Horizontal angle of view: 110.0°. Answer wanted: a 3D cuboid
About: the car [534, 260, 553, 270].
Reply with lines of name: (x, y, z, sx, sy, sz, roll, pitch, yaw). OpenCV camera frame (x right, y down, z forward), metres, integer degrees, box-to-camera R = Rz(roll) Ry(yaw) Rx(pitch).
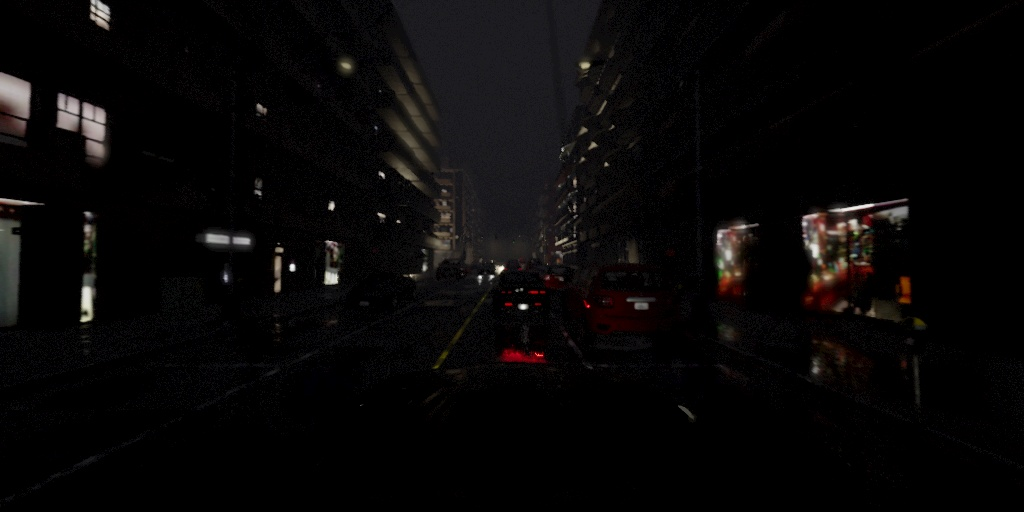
car: (2.543, 1.232, 20.535, 1.967, 1.591, 4.097, 0, 0, 0)

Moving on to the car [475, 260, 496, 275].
car: (-2.793, 1.409, 40.421, 2.033, 1.411, 5.357, 0, 0, 0)

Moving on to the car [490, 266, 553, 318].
car: (0.233, 1.278, 13.195, 1.837, 1.490, 4.892, 0, 0, -3)

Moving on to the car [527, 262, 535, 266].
car: (2.547, 1.409, 31.597, 1.802, 1.307, 4.207, 0, 0, 0)

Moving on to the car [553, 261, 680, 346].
car: (2.538, 1.079, 9.472, 2.192, 1.841, 5.009, 0, 0, 0)

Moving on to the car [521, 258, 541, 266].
car: (2.552, 1.185, 42.659, 2.192, 1.841, 5.009, 0, 0, 0)

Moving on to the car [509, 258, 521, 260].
car: (0.122, 1.266, 52.239, 2.097, 1.767, 4.553, 0, 0, 0)

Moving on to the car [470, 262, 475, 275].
car: (-5.299, 1.393, 37.187, 1.888, 1.381, 4.507, 0, 0, 0)

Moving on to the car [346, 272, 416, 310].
car: (-5.308, 1.344, 15.067, 1.948, 1.339, 4.313, 0, 0, 0)

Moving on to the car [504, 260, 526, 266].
car: (0.115, 1.410, 36.684, 1.994, 1.385, 4.181, 0, 0, 0)

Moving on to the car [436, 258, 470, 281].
car: (-5.301, 1.142, 31.655, 2.192, 1.841, 5.009, 0, 0, 0)
